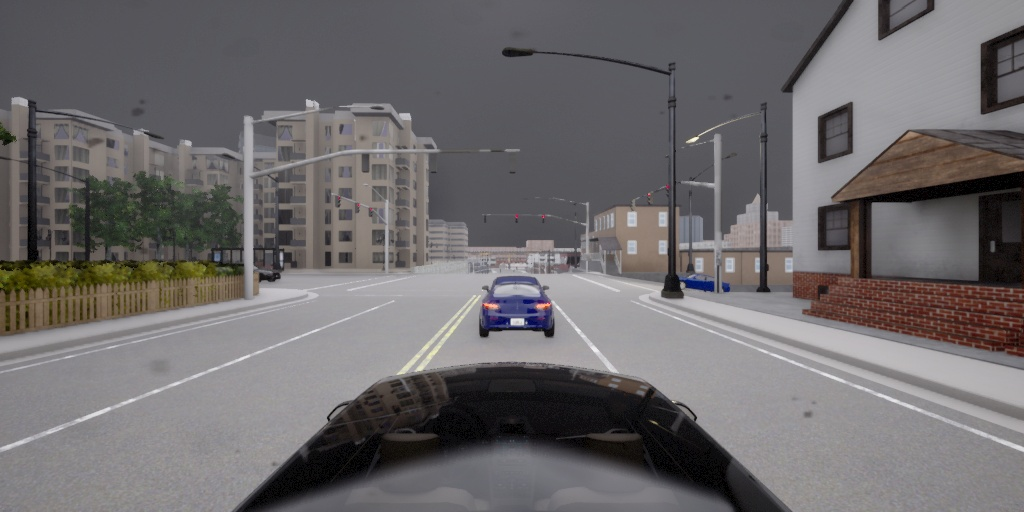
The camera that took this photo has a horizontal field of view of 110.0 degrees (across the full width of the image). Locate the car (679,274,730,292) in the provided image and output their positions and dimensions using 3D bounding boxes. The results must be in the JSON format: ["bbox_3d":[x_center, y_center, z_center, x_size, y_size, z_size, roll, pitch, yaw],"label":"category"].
[{"bbox_3d":[15.384,2.208,29.825,5.008,1.535,1.882,9,0,1],"label":"car"}]

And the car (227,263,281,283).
[{"bbox_3d":[-19.880,1.254,26.647,4.892,1.490,1.837,0,0,1],"label":"car"}]

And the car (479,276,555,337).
[{"bbox_3d":[0.112,1.275,10.145,1.812,1.442,4.674,0,0,0],"label":"car"}]
